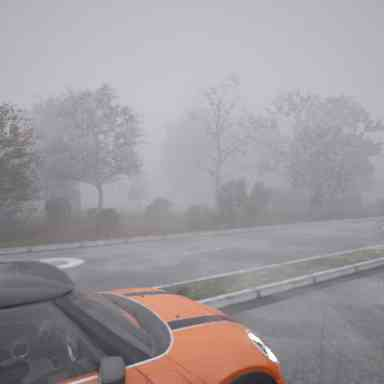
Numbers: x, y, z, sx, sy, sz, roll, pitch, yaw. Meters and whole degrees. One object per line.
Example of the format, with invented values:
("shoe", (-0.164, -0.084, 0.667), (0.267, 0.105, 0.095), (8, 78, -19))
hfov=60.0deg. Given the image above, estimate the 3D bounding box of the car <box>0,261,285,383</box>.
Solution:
("car", (-1.377, 1.354, 2.461), (4.553, 1.767, 2.097), (0, 0, -35))
